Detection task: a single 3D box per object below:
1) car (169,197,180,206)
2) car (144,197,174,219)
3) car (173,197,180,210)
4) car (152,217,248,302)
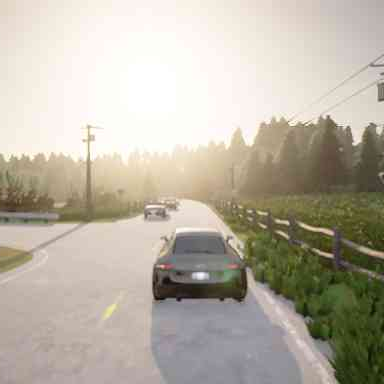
[{"bbox_3d":[-2.950,1.576,56.600,1.812,1.442,4.674,0,1,-1],"label":"car"},{"bbox_3d":[-3.120,1.517,29.930,2.128,1.511,4.902,0,0,2],"label":"car"},{"bbox_3d":[-2.921,1.515,42.855,1.882,1.535,5.008,0,0,0],"label":"car"},{"bbox_3d":[0.131,1.571,8.352,1.994,1.385,4.181,0,0,-1],"label":"car"}]
